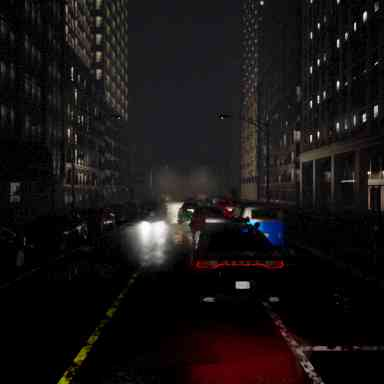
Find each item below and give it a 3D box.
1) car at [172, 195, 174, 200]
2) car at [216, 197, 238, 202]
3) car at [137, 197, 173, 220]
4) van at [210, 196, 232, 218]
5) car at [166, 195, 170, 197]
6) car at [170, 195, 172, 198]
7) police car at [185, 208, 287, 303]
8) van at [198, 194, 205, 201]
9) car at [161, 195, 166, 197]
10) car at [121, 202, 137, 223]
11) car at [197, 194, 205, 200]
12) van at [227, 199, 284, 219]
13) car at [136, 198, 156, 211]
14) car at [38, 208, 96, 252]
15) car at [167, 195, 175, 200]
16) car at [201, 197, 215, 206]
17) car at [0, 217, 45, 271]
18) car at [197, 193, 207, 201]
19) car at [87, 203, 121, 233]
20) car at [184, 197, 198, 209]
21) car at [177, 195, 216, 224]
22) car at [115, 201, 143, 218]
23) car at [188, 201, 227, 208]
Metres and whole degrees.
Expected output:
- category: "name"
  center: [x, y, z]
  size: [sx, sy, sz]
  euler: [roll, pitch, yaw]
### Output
- category: "car"
  center: [-5.906, 1.504, 81.964]
  size: [1.752, 1.417, 4.829]
  euler: [-1, 0, 0]
- category: "car"
  center: [2.616, 1.309, 25.319]
  size: [2.192, 1.841, 5.009]
  euler: [-1, 0, 0]
- category: "car"
  center: [-3.071, 1.485, 28.066]
  size: [2.128, 1.511, 4.902]
  euler: [0, 0, 0]
- category: "van"
  center: [2.602, 1.334, 31.003]
  size: [1.690, 1.788, 3.998]
  euler: [-1, 0, 0]
- category: "car"
  center: [-5.863, 1.566, 65.083]
  size: [1.802, 1.307, 4.206]
  euler: [-1, 0, 0]
- category: "car"
  center: [-5.879, 1.422, 70.767]
  size: [1.967, 1.590, 4.097]
  euler: [-1, 0, 0]
- category: "police car"
  center: [0.879, 1.423, 8.403]
  size: [1.930, 1.638, 5.238]
  euler: [0, 0, 0]
- category: "van"
  center: [2.458, 1.317, 87.839]
  size: [1.690, 1.788, 3.998]
  euler: [-1, 0, 0]
- category: "car"
  center: [-5.834, 1.538, 53.716]
  size: [2.008, 1.369, 4.403]
  euler: [-1, 0, 0]
- category: "car"
  center: [-5.762, 1.545, 25.298]
  size: [2.008, 1.369, 4.403]
  euler: [-1, 0, 0]
- category: "car"
  center: [2.444, 1.414, 93.523]
  size: [1.967, 1.590, 4.097]
  euler: [-1, 0, 0]
- category: "van"
  center: [2.646, 1.338, 13.952]
  size: [1.690, 1.788, 3.998]
  euler: [-1, 0, 0]
- category: "car"
  center: [-5.805, 1.541, 42.349]
  size: [2.008, 1.369, 4.403]
  euler: [-1, 0, 0]
- category: "car"
  center: [-5.733, 1.563, 13.931]
  size: [1.947, 1.339, 4.313]
  euler: [-1, 0, 0]
- category: "car"
  center: [-5.936, 1.540, 93.502]
  size: [1.947, 1.339, 4.313]
  euler: [-1, 0, 0]
- category: "car"
  center: [2.546, 1.538, 53.737]
  size: [2.008, 1.369, 4.403]
  euler: [-1, 0, 0]
- category: "car"
  center: [-5.718, 1.549, 8.247]
  size: [2.008, 1.369, 4.403]
  euler: [-1, 0, 0]
- category: "car"
  center: [2.472, 1.293, 82.156]
  size: [2.192, 1.841, 5.009]
  euler: [-1, 0, 0]
- category: "car"
  center: [-5.747, 1.540, 19.614]
  size: [1.887, 1.381, 4.507]
  euler: [-1, 0, 0]
- category: "car"
  center: [-0.093, 1.515, 46.318]
  size: [1.812, 1.442, 4.674]
  euler: [0, 0, 0]
- category: "car"
  center: [0.321, 1.346, 24.389]
  size: [2.097, 1.767, 4.553]
  euler: [0, 0, 8]
- category: "car"
  center: [-5.776, 1.575, 30.982]
  size: [1.802, 1.307, 4.206]
  euler: [-1, 0, 0]
- category: "car"
  center: [0.854, 1.474, 18.294]
  size: [1.882, 1.535, 5.008]
  euler: [0, 0, 0]
